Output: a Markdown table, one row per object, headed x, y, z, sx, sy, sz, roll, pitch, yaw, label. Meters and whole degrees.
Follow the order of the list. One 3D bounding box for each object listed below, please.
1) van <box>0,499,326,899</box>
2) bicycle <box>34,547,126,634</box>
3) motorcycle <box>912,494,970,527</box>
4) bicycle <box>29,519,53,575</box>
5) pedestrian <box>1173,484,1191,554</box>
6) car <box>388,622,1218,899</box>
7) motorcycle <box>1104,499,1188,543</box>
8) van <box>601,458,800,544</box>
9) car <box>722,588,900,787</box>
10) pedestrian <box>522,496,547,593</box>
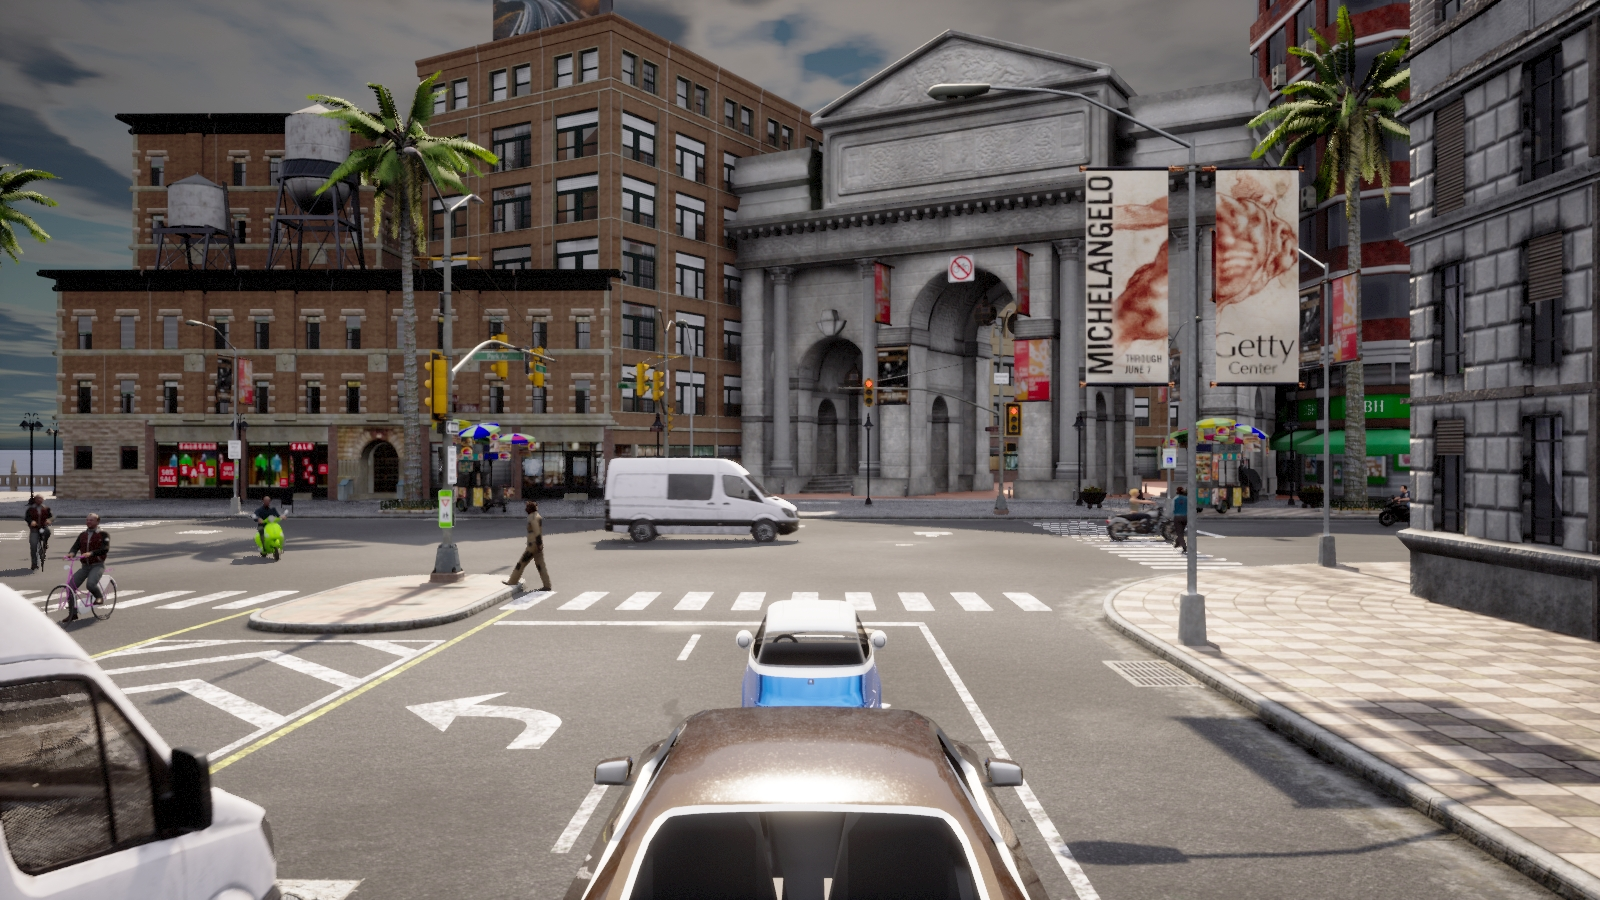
| x | y | z | sx | sy | sz | roll | pitch | yaw | label |
| --- | --- | --- | --- | --- | --- | --- | --- | --- | --- |
| -3.444 | 1.534 | 2.921 | 1.988 | 2.561 | 5.915 | 0 | 0 | 0 | van |
| -11.461 | 2.210 | 18.244 | 0.329 | 1.171 | 1.835 | 0 | 0 | -1 | bicycle |
| 5.152 | 2.213 | 41.779 | 2.033 | 1.145 | 0.803 | 0 | 0 | 1 | motorcycle |
| -17.471 | 2.210 | 26.284 | 0.329 | 1.171 | 1.835 | 0 | 0 | -38 | bicycle |
| 10.272 | 1.849 | 30.746 | 0.375 | 1.860 | 0.375 | 0 | 0 | 1 | pedestrian |
| 0.037 | 1.992 | 5.222 | 2.152 | 1.651 | 5.027 | 0 | 0 | 1 | car |
| 10.540 | 2.170 | 34.857 | 2.356 | 1.277 | 0.764 | 0 | 0 | 1 | motorcycle |
| -2.979 | 1.534 | 35.143 | 5.915 | 2.561 | 1.988 | 0 | 0 | 1 | van |
| 0.106 | 2.120 | 10.657 | 1.481 | 1.376 | 2.207 | 0 | 0 | 1 | car |
| -5.213 | 1.849 | 22.409 | 0.375 | 1.860 | 0.375 | 0 | 0 | 6 | pedestrian |
